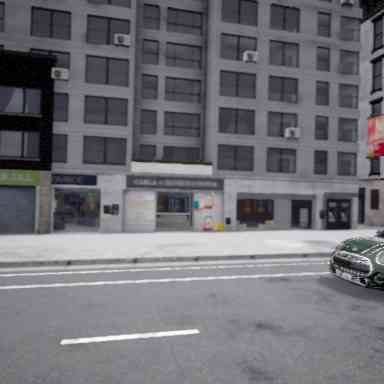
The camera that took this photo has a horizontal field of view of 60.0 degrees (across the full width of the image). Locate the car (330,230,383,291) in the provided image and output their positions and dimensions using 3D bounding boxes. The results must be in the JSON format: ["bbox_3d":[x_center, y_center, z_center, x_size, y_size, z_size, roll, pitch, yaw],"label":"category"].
[{"bbox_3d":[5.928,1.465,8.489,4.553,1.767,2.097,1,0,-13],"label":"car"}]
